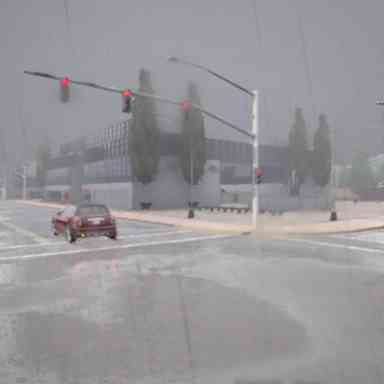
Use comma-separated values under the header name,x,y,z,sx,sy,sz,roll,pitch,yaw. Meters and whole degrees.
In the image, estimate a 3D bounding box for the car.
name,x,y,z,sx,sy,sz,roll,pitch,yaw
car,-5.334,1.322,16.162,2.097,1.767,4.553,0,0,-34
